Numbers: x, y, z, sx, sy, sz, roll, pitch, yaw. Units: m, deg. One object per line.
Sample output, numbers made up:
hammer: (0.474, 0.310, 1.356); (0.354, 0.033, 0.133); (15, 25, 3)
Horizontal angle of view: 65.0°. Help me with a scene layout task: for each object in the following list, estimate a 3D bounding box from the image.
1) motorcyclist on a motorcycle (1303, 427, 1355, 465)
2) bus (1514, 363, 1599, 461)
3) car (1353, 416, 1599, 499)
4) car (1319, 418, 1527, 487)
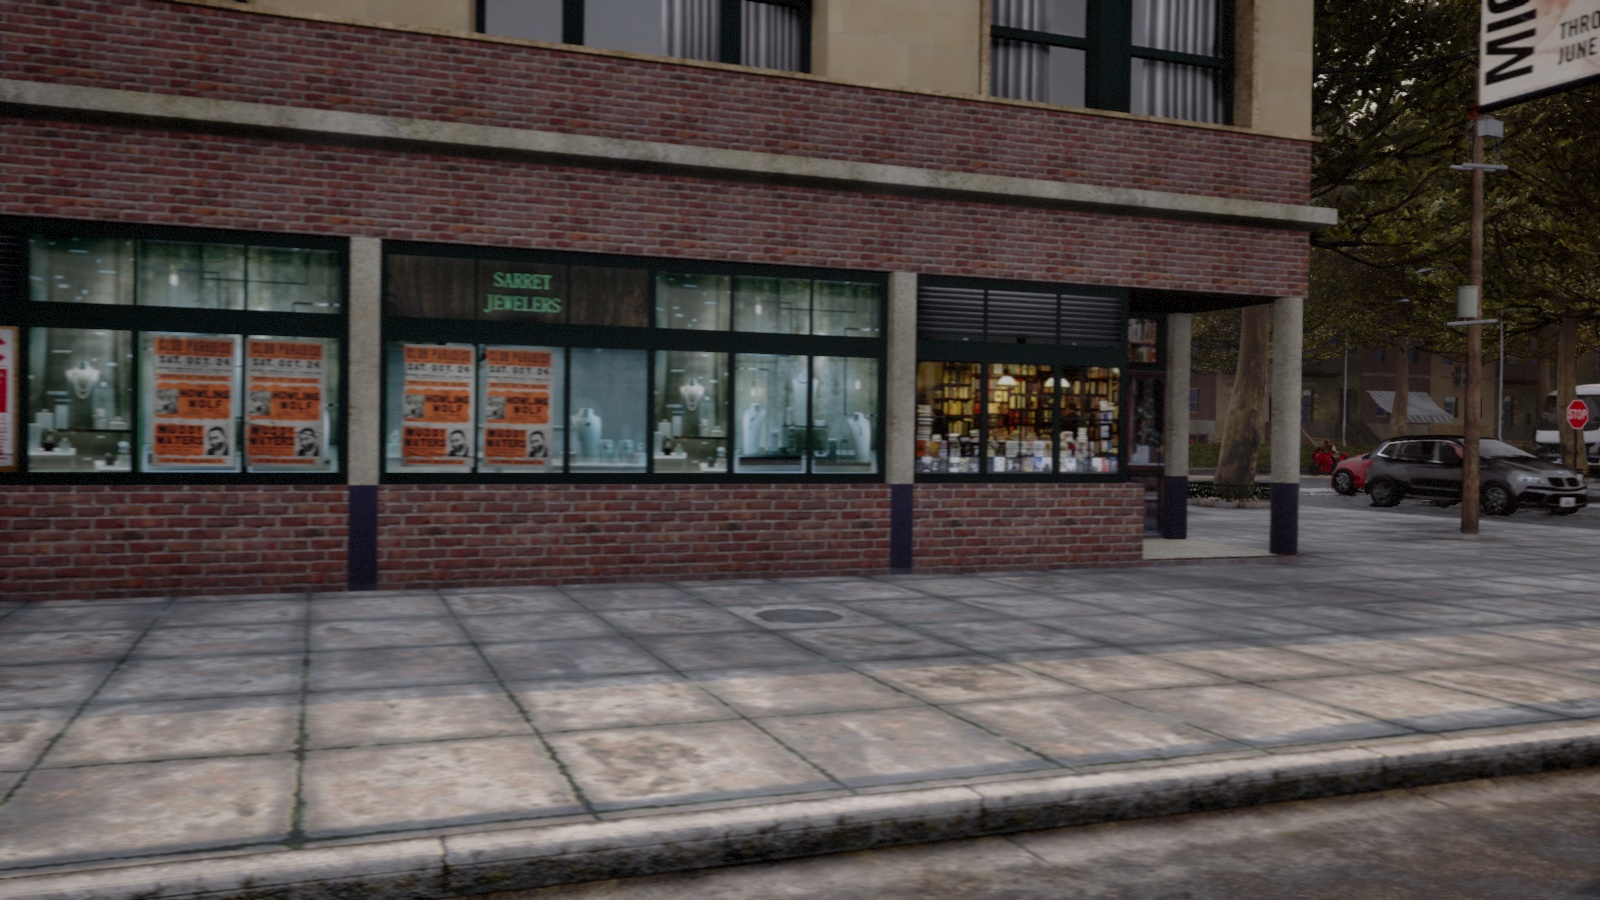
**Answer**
motorcyclist on a motorcycle: (22.009, -0.169, 52.243); (2.044, 1.523, 0.797); (-1, 1, -22)
bus: (38.844, -1.752, 58.673); (10.273, 4.253, 3.944); (-1, 1, -21)
car: (14.875, 0.115, 27.717); (2.242, 1.667, 4.611); (-1, 1, -22)
car: (16.391, 0.021, 33.314); (2.242, 1.667, 4.611); (-1, 1, -22)
